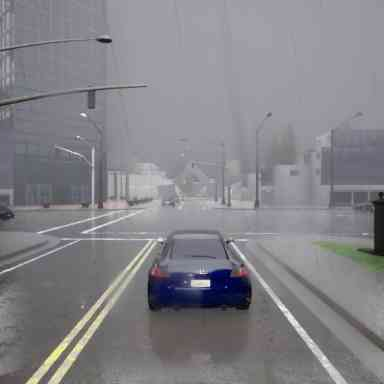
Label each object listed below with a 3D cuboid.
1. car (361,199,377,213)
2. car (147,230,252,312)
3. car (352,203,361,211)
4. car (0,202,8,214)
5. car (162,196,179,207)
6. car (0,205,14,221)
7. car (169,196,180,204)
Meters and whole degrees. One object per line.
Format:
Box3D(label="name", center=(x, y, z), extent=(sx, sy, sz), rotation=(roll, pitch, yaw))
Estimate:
Box3D(label="car", center=(20.214, 1.553, 33.718), extent=(4.718, 1.301, 1.895), rotation=(0, 0, 0))
Box3D(label="car", center=(0.089, 1.564, 7.814), extent=(1.994, 1.385, 4.181), rotation=(0, 0, -2))
Box3D(label="car", center=(20.364, 1.479, 37.209), extent=(4.674, 1.442, 1.812), rotation=(0, 0, 0))
Box3D(label="car", center=(-23.205, 1.786, 36.808), extent=(4.718, 1.301, 1.895), rotation=(-1, 0, 0))
Box3D(label="car", center=(-3.580, 1.491, 51.290), extent=(2.128, 1.511, 4.902), rotation=(0, 0, 0))
Box3D(label="car", center=(-16.392, 1.672, 26.225), extent=(4.181, 1.385, 1.994), rotation=(-1, 0, 0))
Box3D(label="car", center=(-3.489, 1.513, 66.029), extent=(1.837, 1.490, 4.892), rotation=(0, 0, 0))
